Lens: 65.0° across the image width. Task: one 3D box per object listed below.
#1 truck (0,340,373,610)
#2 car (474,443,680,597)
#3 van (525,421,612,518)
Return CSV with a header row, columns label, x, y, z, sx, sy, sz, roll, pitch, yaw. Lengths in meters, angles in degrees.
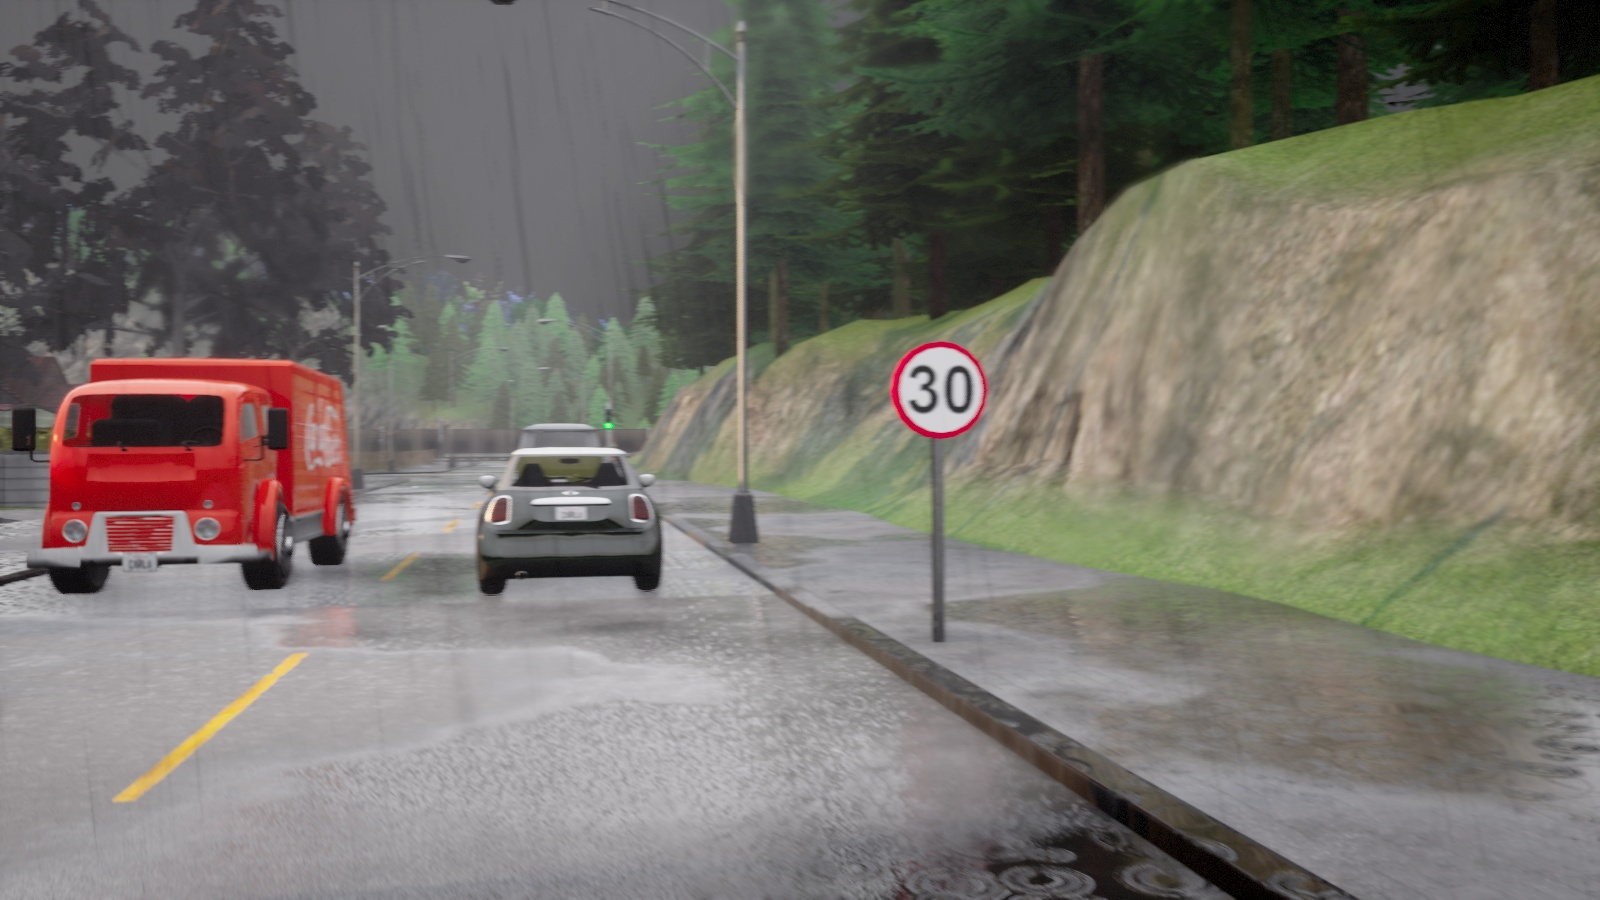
label,x,y,z,sx,sy,sz,roll,pitch,yaw
truck,-6.617,0.218,14.273,2.627,2.467,5.204,0,0,-11
car,-2.509,0.661,14.098,1.970,1.475,3.806,0,0,-11
van,-5.198,0.398,28.130,1.775,1.987,4.442,0,0,-11
